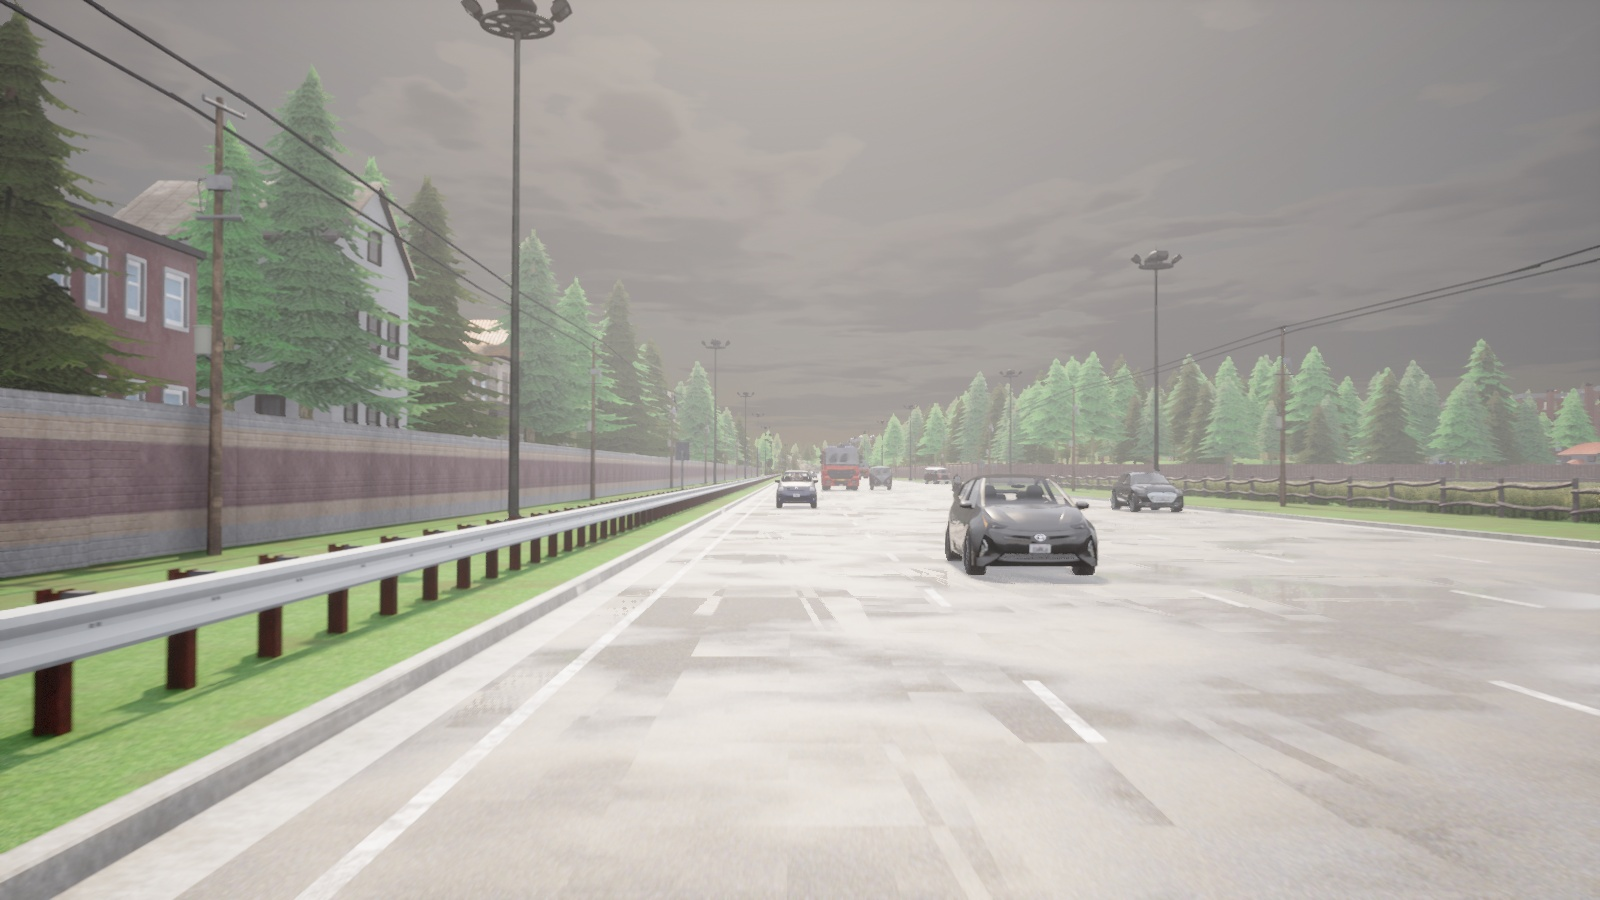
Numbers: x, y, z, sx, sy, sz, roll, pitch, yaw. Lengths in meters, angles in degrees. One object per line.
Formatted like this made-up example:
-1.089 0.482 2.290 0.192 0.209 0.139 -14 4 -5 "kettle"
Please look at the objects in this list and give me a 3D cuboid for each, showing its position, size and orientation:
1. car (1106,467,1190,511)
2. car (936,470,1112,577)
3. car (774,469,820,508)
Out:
13.879 1.533 50.377 2.033 1.649 4.856 0 -1 0 "car"
3.451 1.086 20.232 2.007 1.525 4.514 0 -1 0 "car"
-0.129 1.611 53.635 1.851 1.617 3.988 0 -1 0 "car"
